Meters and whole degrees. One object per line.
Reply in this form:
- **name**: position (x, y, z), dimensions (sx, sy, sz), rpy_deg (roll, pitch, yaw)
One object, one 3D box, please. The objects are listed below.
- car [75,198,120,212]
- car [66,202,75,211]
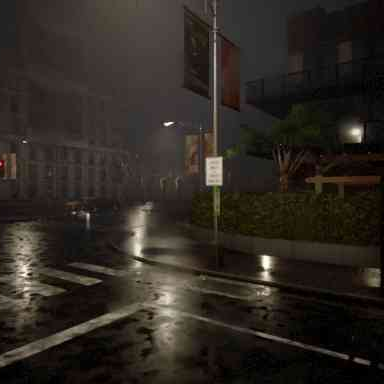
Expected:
- **car**: position (-10.527, 1.505, 38.309), dimensions (1.837, 1.490, 4.892), rpy_deg (0, 0, 36)
- **car**: position (-13.024, 1.477, 40.851), dimensions (1.882, 1.535, 5.008), rpy_deg (0, 0, 35)
